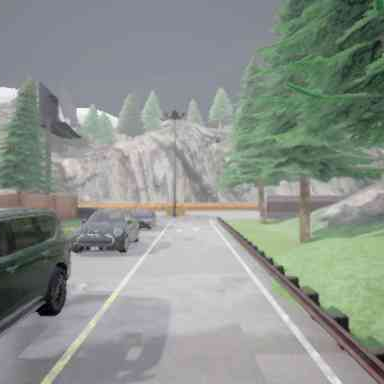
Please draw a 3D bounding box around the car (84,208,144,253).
[{"bbox_3d":[-3.635,1.556,14.693,2.097,1.767,4.553,0,-1,0],"label":"car"}]

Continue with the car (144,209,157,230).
[{"bbox_3d":[-3.596,1.934,24.042,2.033,1.411,5.357,0,-1,0],"label":"car"}]

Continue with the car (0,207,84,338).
[{"bbox_3d":[-3.613,1.294,4.871,2.150,2.045,5.566,0,-1,0],"label":"car"}]
